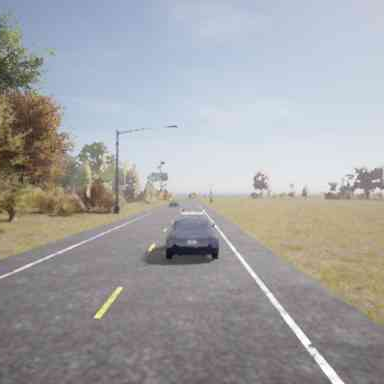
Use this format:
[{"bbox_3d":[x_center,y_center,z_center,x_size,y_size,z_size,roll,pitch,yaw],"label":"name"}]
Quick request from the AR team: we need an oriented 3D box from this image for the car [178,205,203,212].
[{"bbox_3d":[0.026,1.914,28.223,1.895,1.301,4.718,0,-1,1],"label":"car"}]

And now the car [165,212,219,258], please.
[{"bbox_3d":[0.027,1.714,13.430,1.994,1.385,4.181,0,-1,1],"label":"car"}]

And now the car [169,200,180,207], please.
[{"bbox_3d":[-3.498,2.288,65.686,1.994,1.385,4.181,0,-1,0],"label":"car"}]
